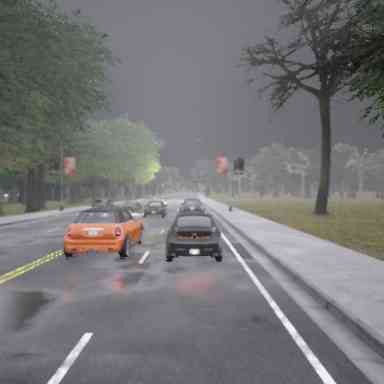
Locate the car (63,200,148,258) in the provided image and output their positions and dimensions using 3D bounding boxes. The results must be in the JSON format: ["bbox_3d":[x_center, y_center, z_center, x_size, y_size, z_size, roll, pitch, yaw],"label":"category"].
[{"bbox_3d":[-3.179,1.347,12.824,2.097,1.767,4.553,0,0,0],"label":"car"}]

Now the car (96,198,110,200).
[{"bbox_3d":[-9.979,1.499,36.910,1.837,1.490,4.892,0,0,0],"label":"car"}]

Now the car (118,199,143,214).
[{"bbox_3d":[-6.729,1.558,36.781,1.994,1.385,4.181,0,0,0],"label":"car"}]

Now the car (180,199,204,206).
[{"bbox_3d":[0.007,1.346,28.832,2.097,1.767,4.553,0,0,0],"label":"car"}]

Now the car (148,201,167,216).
[{"bbox_3d":[-3.248,1.520,30.175,1.812,1.442,4.674,0,0,0],"label":"car"}]

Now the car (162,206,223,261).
[{"bbox_3d":[0.071,1.503,12.321,1.837,1.490,4.892,0,1,0],"label":"car"}]
